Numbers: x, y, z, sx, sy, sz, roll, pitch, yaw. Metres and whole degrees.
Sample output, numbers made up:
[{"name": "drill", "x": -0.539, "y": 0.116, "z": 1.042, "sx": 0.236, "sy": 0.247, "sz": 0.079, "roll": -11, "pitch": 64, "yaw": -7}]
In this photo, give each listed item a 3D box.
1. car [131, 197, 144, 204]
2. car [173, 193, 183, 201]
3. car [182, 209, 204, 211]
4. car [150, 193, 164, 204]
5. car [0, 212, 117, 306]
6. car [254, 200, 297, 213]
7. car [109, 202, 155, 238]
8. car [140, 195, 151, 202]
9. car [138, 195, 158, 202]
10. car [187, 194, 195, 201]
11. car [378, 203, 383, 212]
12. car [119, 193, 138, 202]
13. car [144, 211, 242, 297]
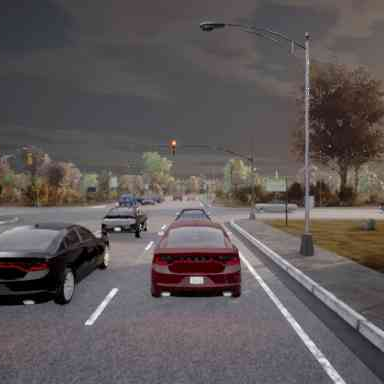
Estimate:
[{"name": "car", "x": -10.686, "y": 1.601, "z": 65.704, "sx": 1.895, "sy": 1.301, "sz": 4.718, "roll": 0, "pitch": 0, "yaw": 0}, {"name": "car", "x": -3.703, "y": 1.217, "z": 85.445, "sx": 2.150, "sy": 2.045, "sz": 5.566, "roll": 0, "pitch": 0, "yaw": 0}, {"name": "car", "x": 0.061, "y": 1.564, "z": 17.605, "sx": 1.994, "sy": 1.385, "sz": 4.181, "roll": 0, "pitch": 0, "yaw": 0}, {"name": "car", "x": -7.196, "y": 1.217, "z": 64.545, "sx": 2.150, "sy": 2.045, "sz": 5.566, "roll": 0, "pitch": 1, "yaw": 1}, {"name": "car", "x": -3.417, "y": 1.478, "z": 8.141, "sx": 1.882, "sy": 1.535, "sz": 5.008, "roll": 0, "pitch": 0, "yaw": 0}, {"name": "car", "x": 9.086, "y": 1.601, "z": 37.039, "sx": 4.718, "sy": 1.301, "sz": 1.895, "roll": 0, "pitch": 0, "yaw": 0}, {"name": "car", "x": -3.434, "y": 1.491, "z": 17.628, "sx": 2.128, "sy": 1.511, "sz": 4.902, "roll": 0, "pitch": 0, "yaw": -1}, {"name": "car", "x": -10.684, "y": 1.500, "z": 75.904, "sx": 1.837, "sy": 1.490, "sz": 4.892, "roll": 0, "pitch": 0, "yaw": 0}, {"name": "car", "x": -7.223, "y": 1.564, "z": 55.437, "sx": 1.994, "sy": 1.385, "sz": 4.181, "roll": 0, "pitch": 0, "yaw": -1}, {"name": "car", "x": -0.204, "y": 1.348, "z": 85.809, "sx": 2.097, "sy": 1.767, "sz": 4.553, "roll": 0, "pitch": 0, "yaw": 0}, {"name": "car", "x": 23.123, "y": 1.480, "z": 36.496, "sx": 4.902, "sy": 1.511, "sz": 2.128, "roll": 0, "pitch": 0, "yaw": 3}, {"name": "car", "x": -10.685, "y": 1.221, "z": 55.856, "sx": 2.150, "sy": 2.045, "sz": 5.566, "roll": 0, "pitch": 0, "yaw": 2}, {"name": "car", "x": 0.081, "y": 1.478, "z": 8.616, "sx": 1.882, "sy": 1.535, "sz": 5.008, "roll": 0, "pitch": 0, "yaw": 0}]
